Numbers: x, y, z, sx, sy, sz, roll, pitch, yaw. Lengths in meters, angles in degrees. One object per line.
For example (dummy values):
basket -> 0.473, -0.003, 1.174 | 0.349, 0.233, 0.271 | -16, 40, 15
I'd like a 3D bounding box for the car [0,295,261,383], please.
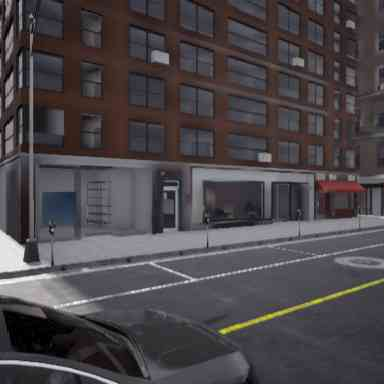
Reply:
car -> -1.633, 1.503, 2.116 | 4.892, 1.490, 1.837 | 0, 0, -35
